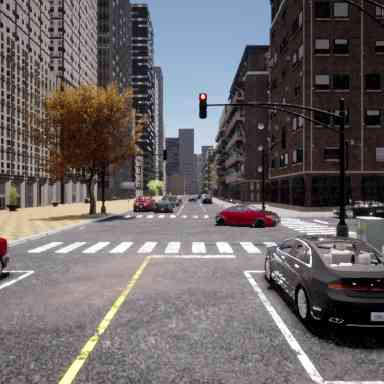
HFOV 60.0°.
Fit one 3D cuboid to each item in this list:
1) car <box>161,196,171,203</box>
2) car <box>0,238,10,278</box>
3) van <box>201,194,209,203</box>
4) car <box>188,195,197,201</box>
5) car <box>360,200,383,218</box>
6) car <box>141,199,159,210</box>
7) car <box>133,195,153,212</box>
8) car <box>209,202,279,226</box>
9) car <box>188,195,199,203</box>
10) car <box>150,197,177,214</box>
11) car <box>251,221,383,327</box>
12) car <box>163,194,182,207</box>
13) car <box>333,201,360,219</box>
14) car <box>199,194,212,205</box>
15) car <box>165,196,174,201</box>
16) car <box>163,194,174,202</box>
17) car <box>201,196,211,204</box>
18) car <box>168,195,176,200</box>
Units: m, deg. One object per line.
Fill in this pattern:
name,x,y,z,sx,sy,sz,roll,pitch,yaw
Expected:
car,-5.581,1.627,72.487,1.947,1.339,4.313,0,0,0
car,-5.682,1.545,6.961,1.887,1.381,4.507,0,0,0
van,2.799,1.402,72.474,1.690,1.788,3.998,0,0,0
car,0.121,1.462,79.084,2.033,1.411,5.357,0,0,0
car,14.773,1.345,23.769,4.181,1.385,1.994,-1,0,0
car,-5.624,1.592,44.872,1.947,1.339,4.313,0,0,0
car,-5.633,1.336,39.349,2.192,1.841,5.009,0,0,0
car,3.611,1.564,22.077,4.181,1.385,1.994,0,1,31
car,0.104,1.547,68.661,2.128,1.511,4.902,0,0,0
car,-3.044,1.582,36.046,1.994,1.385,4.181,0,0,0
car,2.698,1.551,6.948,2.008,1.369,4.403,0,0,0
car,-3.014,1.384,51.873,2.097,1.767,4.553,0,0,0
car,13.465,1.350,26.337,4.403,1.369,2.008,-1,1,0
car,2.783,1.611,61.427,1.947,1.339,4.313,0,0,0
car,-5.564,1.632,83.532,2.008,1.369,4.403,0,0,0
car,-5.573,1.386,78.009,2.192,1.841,5.009,0,0,0
car,2.792,1.578,67.120,1.752,1.417,4.829,0,0,0
car,-5.547,1.654,94.578,2.008,1.369,4.403,0,0,0
